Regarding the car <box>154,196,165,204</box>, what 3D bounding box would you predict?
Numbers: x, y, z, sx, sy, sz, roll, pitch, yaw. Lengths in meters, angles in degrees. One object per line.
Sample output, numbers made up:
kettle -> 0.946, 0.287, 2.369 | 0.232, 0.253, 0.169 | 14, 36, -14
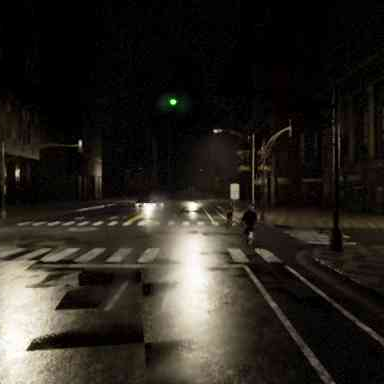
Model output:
car -> -6.498, 1.592, 66.379 | 1.837, 1.490, 4.892 | 0, 0, 0

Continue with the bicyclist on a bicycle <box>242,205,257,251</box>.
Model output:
bicyclist on a bicycle -> 2.257, 1.397, 13.240 | 0.659, 1.776, 1.843 | 1, -1, 0

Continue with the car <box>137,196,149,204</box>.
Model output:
car -> -9.748, 1.600, 66.379 | 1.812, 1.442, 4.674 | 0, 0, 0

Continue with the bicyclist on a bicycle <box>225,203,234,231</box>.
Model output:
bicyclist on a bicycle -> 2.259, 1.479, 20.058 | 0.582, 1.620, 1.656 | 0, -1, 0
